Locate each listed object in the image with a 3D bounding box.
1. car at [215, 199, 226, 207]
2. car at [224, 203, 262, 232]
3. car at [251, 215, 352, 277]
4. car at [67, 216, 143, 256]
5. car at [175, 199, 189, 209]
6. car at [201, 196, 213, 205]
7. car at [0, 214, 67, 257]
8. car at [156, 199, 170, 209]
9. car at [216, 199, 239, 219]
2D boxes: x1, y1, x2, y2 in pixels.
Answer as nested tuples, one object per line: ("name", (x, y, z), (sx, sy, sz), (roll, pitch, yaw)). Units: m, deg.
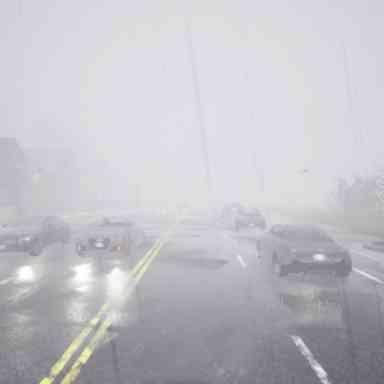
("car", (5.592, 2.102, 65.240), (2.128, 1.511, 4.902), (0, -1, 4))
("car", (3.498, 1.693, 21.520), (2.128, 1.511, 4.902), (0, -1, 1))
("car", (3.305, 1.666, 10.577), (1.994, 1.385, 4.181), (0, -1, 1))
("car", (-3.232, 1.686, 13.669), (1.994, 1.385, 4.181), (0, -1, 1))
("car", (-1.605, 1.991, 55.364), (1.882, 1.535, 5.008), (0, 0, 4))
("car", (3.323, 1.946, 77.858), (2.150, 2.045, 5.566), (0, -1, 5))
("car", (-6.473, 1.644, 13.694), (1.812, 1.442, 4.674), (0, -1, 1))
("car", (-4.843, 2.008, 55.668), (2.128, 1.511, 4.902), (0, -1, 4))
("car", (3.786, 1.652, 32.569), (2.097, 1.767, 4.553), (0, -1, 1))
